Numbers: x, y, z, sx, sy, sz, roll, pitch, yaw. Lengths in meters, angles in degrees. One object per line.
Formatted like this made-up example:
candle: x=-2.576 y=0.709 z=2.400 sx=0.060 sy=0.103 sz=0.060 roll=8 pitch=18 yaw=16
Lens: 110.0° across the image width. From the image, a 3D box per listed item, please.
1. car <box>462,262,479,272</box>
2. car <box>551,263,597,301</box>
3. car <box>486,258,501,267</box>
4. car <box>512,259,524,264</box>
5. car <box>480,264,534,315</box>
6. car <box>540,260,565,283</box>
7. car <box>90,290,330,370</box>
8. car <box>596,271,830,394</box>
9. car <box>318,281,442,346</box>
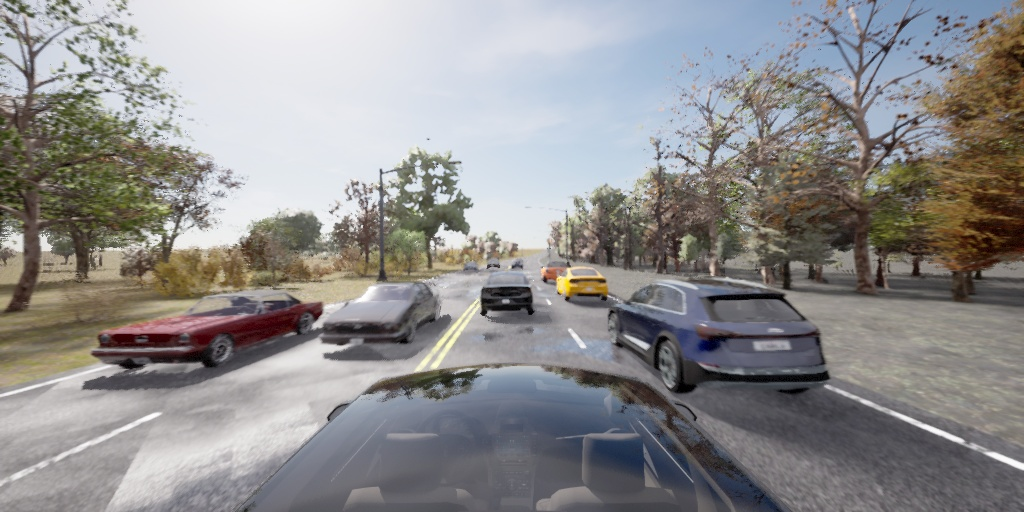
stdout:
car: x=-5.863 y=1.527 z=51.670 sx=1.812 sy=1.442 sz=4.674 roll=-1 pitch=0 yaw=2
car: x=3.293 y=1.274 z=17.687 sx=1.882 sy=1.535 sz=5.008 roll=-1 pitch=-1 yaw=0
car: x=-2.621 y=1.045 z=51.582 sx=1.882 sy=1.535 sz=5.008 roll=-1 pitch=0 yaw=2
car: x=0.923 y=1.455 z=58.475 sx=1.895 sy=1.301 sz=4.718 roll=-1 pitch=0 yaw=2
car: x=-0.146 y=1.336 z=14.423 sx=1.882 sy=1.535 sz=5.008 roll=-2 pitch=1 yaw=1
car: x=3.406 y=1.160 z=28.625 sx=2.097 sy=1.767 sz=4.553 roll=-1 pitch=0 yaw=1
car: x=-6.594 y=1.557 z=8.589 sx=1.895 sy=1.301 sz=4.718 roll=-1 pitch=0 yaw=0
car: x=3.241 y=1.205 z=6.720 sx=2.033 sy=1.649 sz=4.856 roll=-1 pitch=-1 yaw=0
car: x=-3.342 y=1.457 z=10.379 sx=2.033 sy=1.411 sz=5.357 roll=-1 pitch=0 yaw=0
